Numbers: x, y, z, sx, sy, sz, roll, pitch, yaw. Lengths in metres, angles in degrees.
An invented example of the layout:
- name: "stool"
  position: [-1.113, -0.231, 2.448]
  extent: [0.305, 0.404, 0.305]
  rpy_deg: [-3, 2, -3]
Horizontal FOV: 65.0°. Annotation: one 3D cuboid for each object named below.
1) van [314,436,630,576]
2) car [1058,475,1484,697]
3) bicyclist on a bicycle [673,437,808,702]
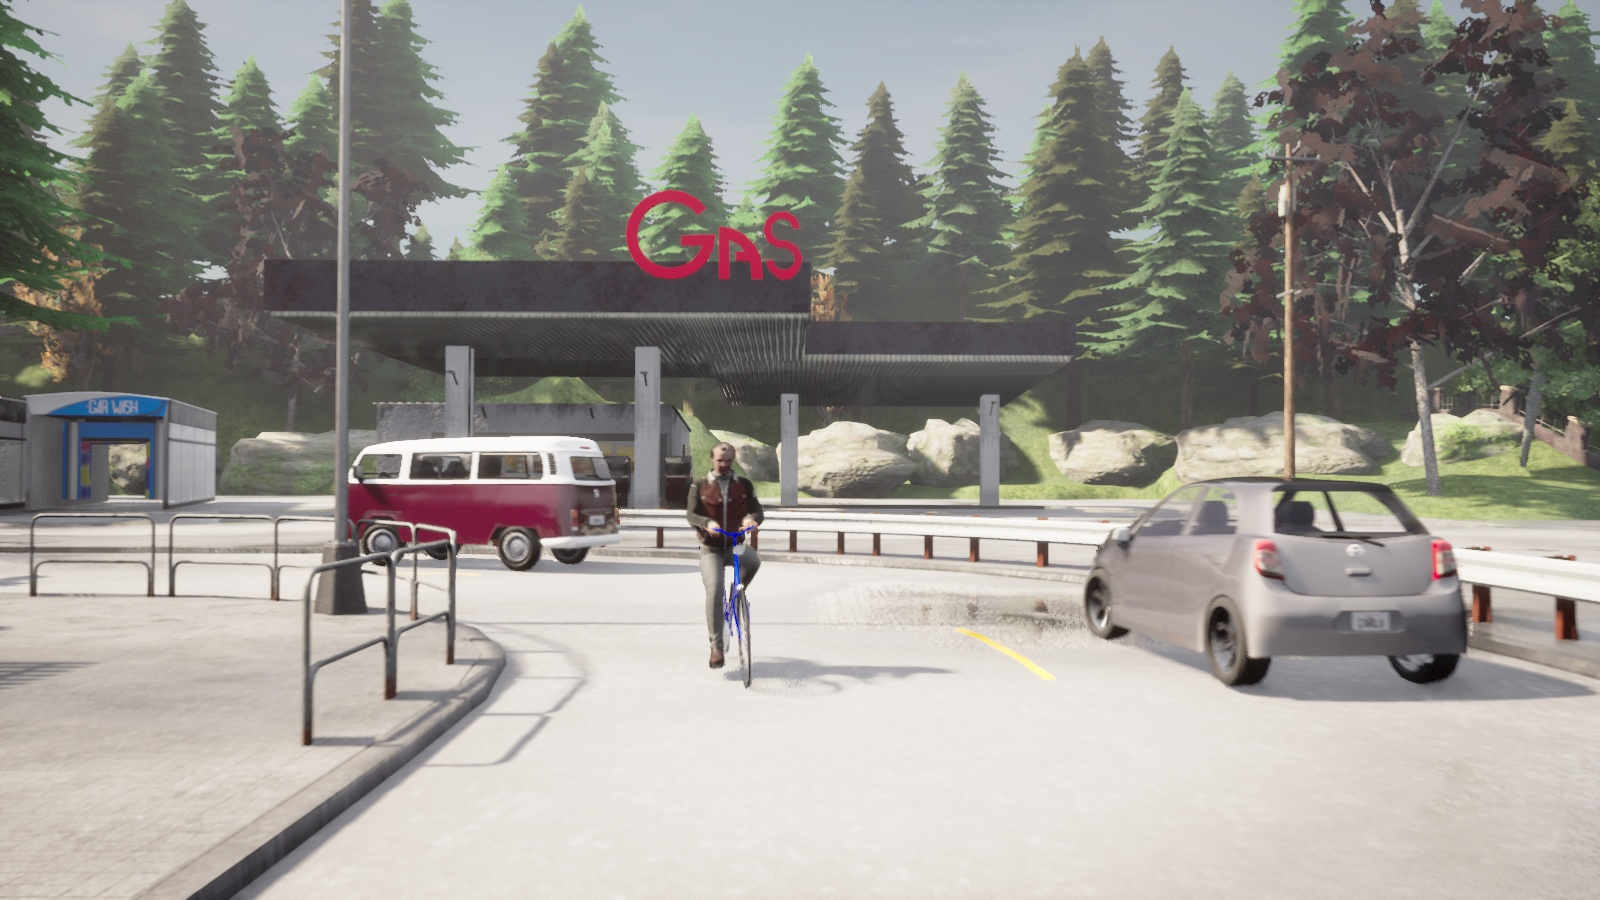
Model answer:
- name: "van"
  position: [-5.206, 0.856, 20.047]
  extent: [4.480, 2.038, 2.069]
  rpy_deg: [-1, -1, 19]
- name: "car"
  position: [3.651, 0.969, 10.509]
  extent: [1.845, 1.501, 3.633]
  rpy_deg: [0, -1, -7]
- name: "bicyclist on a bicycle"
  position: [-0.492, 0.826, 9.455]
  extent: [0.659, 1.776, 1.843]
  rpy_deg: [-1, -1, -13]
